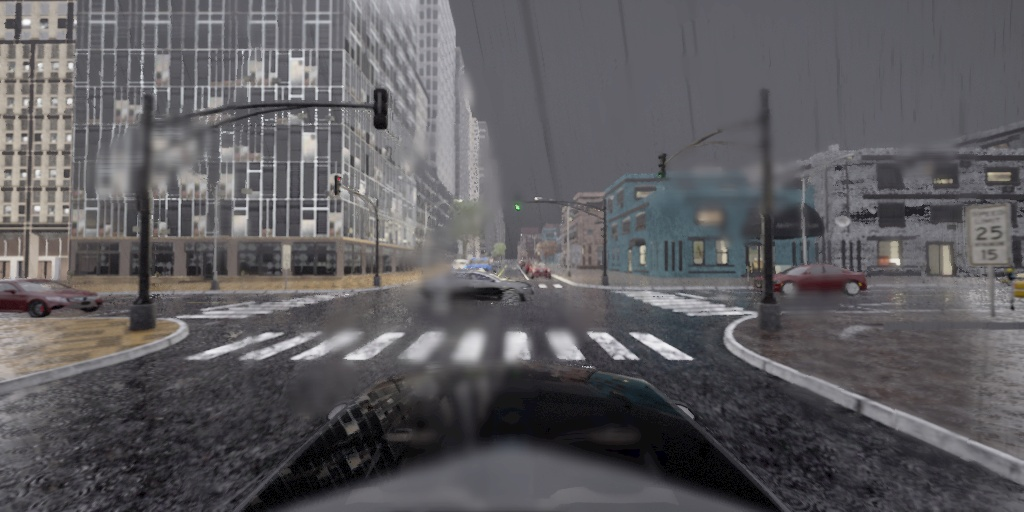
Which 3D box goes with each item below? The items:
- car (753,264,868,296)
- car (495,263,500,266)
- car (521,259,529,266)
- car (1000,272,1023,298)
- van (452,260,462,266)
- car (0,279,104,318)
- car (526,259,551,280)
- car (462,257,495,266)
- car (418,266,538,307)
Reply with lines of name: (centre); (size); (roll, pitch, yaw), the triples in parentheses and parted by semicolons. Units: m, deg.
car: (15.157, 1.201, 18.403); (5.008, 1.535, 1.882); (-1, -1, 1)
car: (-3.073, 1.589, 49.252); (2.033, 1.411, 5.357); (0, 0, 0)
car: (2.701, 1.337, 46.094); (2.192, 1.841, 5.009); (0, 0, 0)
car: (20.692, 1.059, 12.540); (4.829, 1.417, 1.751); (0, 0, 1)
van: (-5.682, 1.328, 40.383); (1.690, 1.789, 3.998); (0, 0, 0)
car: (-17.417, 1.480, 12.911); (4.207, 1.307, 1.802); (0, 0, 1)
car: (2.698, 1.393, 34.746); (1.967, 1.591, 4.097); (0, 0, 0)
car: (-3.084, 1.165, 33.970); (2.150, 2.045, 5.566); (0, 0, 0)
car: (-1.512, 1.327, 15.448); (4.902, 1.511, 2.128); (0, 0, 1)
